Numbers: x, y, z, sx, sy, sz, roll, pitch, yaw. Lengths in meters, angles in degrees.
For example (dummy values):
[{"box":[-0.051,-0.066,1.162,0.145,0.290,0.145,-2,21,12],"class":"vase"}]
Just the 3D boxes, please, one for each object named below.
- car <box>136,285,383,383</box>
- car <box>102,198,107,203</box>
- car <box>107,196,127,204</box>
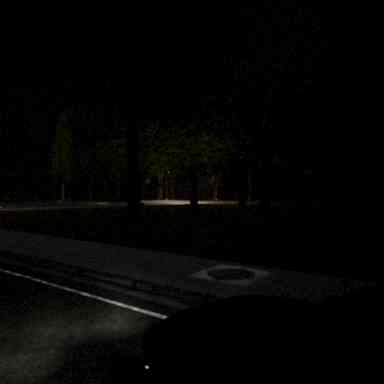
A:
[{"box":[1.773,1.478,2.420,5.008,1.535,1.882,0,0,36],"class":"car"},{"box":[-17.023,1.612,70.342,1.994,1.385,4.181,0,0,35],"class":"car"},{"box":[-14.362,1.596,68.476,2.128,1.511,4.902,0,0,35],"class":"car"}]
